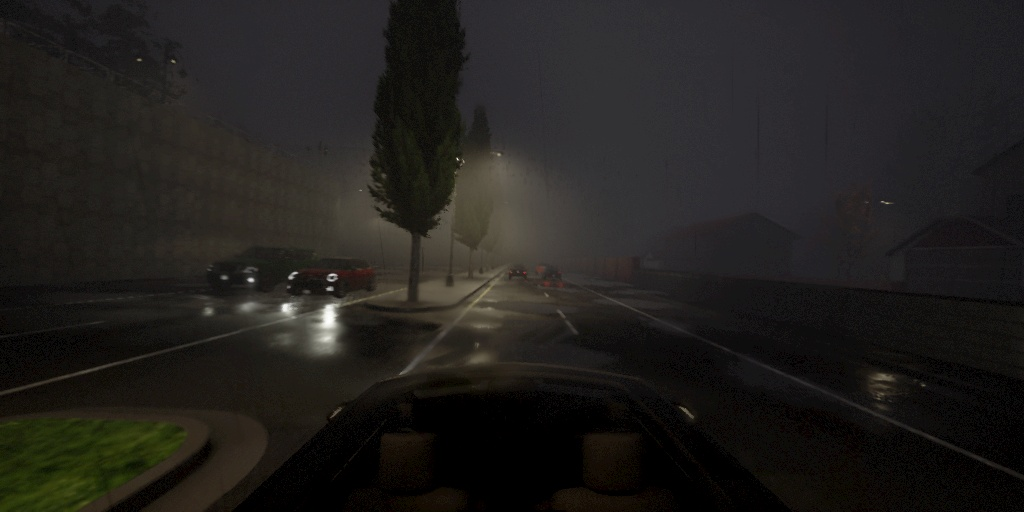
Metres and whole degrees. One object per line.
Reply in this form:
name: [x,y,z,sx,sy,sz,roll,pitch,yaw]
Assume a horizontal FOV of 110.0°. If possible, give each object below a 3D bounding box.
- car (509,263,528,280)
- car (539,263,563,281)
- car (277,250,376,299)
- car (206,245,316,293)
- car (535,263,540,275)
car: [0.615,1.595,36.286,2.033,1.411,5.357,3,-1,1]
car: [4.138,1.756,37.645,1.812,1.442,4.674,3,0,1]
car: [-7.896,0.825,16.157,2.097,1.767,4.553,3,0,1]
car: [-11.372,0.531,17.056,2.150,2.045,5.566,3,0,1]
car: [4.322,1.685,49.660,2.097,1.767,4.553,3,0,2]
